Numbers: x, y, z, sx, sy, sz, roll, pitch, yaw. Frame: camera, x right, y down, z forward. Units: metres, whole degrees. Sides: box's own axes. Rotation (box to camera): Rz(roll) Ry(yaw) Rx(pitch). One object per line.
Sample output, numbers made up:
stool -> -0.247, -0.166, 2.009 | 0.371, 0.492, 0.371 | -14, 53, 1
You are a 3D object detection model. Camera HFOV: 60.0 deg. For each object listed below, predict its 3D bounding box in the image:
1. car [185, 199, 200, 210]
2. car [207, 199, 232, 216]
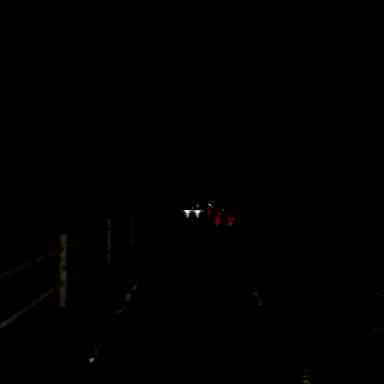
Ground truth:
car -> 0.061, 1.576, 42.784 | 2.033, 1.411, 5.357 | 0, 0, 0
car -> 2.886, 1.507, 33.162 | 2.128, 1.511, 4.902 | 0, 0, 0
